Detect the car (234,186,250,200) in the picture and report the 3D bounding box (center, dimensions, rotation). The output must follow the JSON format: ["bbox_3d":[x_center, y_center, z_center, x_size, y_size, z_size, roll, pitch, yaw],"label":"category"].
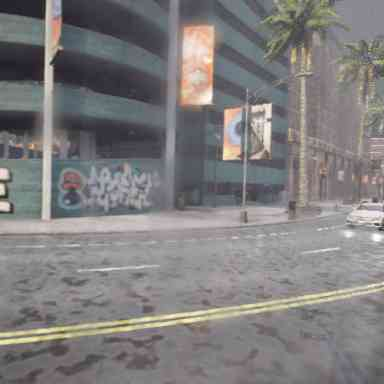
[{"bbox_3d":[6.337,0.109,47.970,2.435,2.045,5.566,3,2,38],"label":"car"}]

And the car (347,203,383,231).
[{"bbox_3d":[10.742,1.371,19.682,1.812,1.442,4.674,3,2,43],"label":"car"}]
